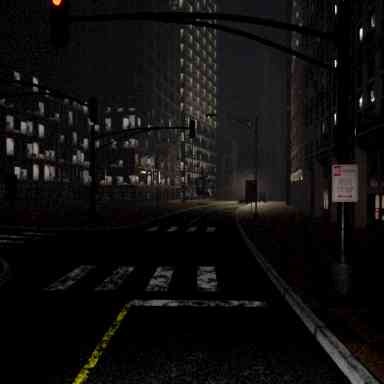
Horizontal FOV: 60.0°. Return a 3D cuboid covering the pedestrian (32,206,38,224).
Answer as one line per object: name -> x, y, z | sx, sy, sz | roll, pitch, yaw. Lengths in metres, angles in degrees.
pedestrian -> -9.392, 1.344, 19.878 | 0.500, 1.100, 0.500 | 0, 0, 17

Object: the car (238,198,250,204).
car -> 10.842, 1.860, 69.010 | 1.895, 1.301, 4.718 | 0, 0, 18
